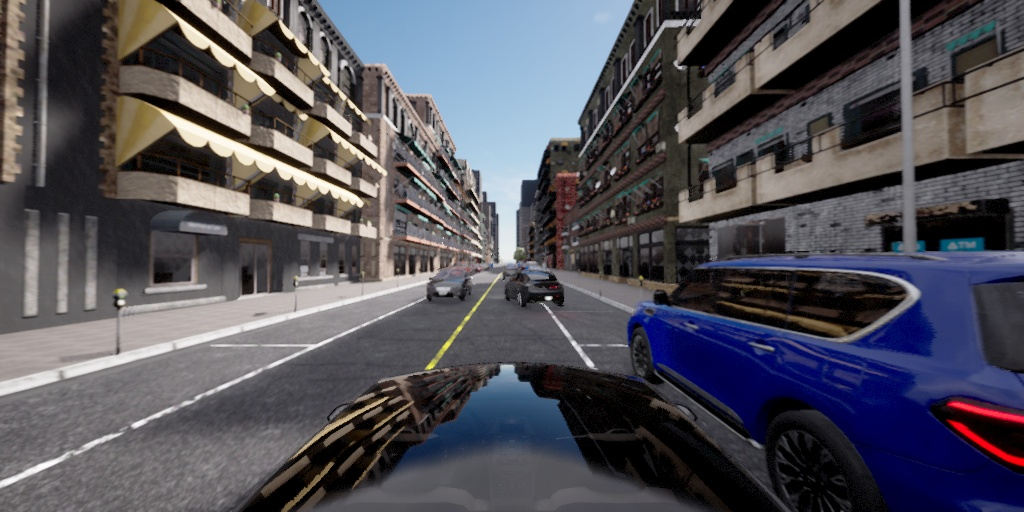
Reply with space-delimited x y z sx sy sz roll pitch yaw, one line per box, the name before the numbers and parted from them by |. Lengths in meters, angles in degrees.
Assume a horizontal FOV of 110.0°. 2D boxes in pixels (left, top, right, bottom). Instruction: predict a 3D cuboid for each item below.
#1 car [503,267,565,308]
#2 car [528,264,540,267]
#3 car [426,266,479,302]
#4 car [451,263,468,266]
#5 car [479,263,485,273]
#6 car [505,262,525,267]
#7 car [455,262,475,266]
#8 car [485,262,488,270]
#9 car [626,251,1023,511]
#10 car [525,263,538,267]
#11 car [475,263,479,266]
car | 0.912 1.443 16.592 1.837 1.490 4.892 0 0 -13
car | 2.605 1.654 29.598 2.007 1.370 4.403 0 0 0
car | -3.151 1.457 18.790 2.128 1.511 4.902 0 -1 0
car | -5.793 1.724 35.236 1.888 1.381 4.507 0 0 0
car | -5.865 1.928 57.891 1.967 1.591 4.097 0 0 0
car | -0.019 1.714 38.536 2.128 1.511 4.902 0 -1 0
car | -5.811 1.569 40.901 2.192 1.841 5.009 0 0 0
car | -5.884 2.119 63.555 2.007 1.370 4.403 0 0 0
car | 3.102 1.006 4.033 2.150 2.045 5.566 0 -1 0
car | 2.569 1.804 40.926 2.007 1.370 4.403 0 0 0
car | -5.829 1.897 46.562 1.948 1.339 4.313 0 0 0
